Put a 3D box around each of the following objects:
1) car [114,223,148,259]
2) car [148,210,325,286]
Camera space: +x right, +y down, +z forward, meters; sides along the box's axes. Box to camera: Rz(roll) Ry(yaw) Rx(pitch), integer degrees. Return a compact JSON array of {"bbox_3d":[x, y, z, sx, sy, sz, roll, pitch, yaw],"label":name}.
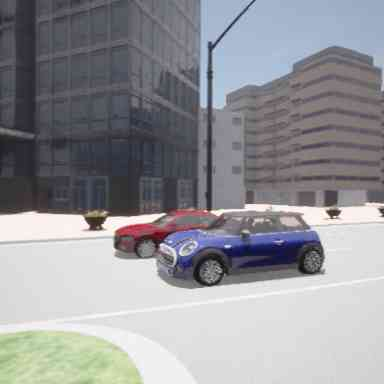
[{"bbox_3d":[-0.329,1.431,12.299,5.008,1.535,1.882,0,0,-22],"label":"car"},{"bbox_3d":[1.352,1.325,9.229,4.553,1.767,2.097,0,0,-22],"label":"car"}]
